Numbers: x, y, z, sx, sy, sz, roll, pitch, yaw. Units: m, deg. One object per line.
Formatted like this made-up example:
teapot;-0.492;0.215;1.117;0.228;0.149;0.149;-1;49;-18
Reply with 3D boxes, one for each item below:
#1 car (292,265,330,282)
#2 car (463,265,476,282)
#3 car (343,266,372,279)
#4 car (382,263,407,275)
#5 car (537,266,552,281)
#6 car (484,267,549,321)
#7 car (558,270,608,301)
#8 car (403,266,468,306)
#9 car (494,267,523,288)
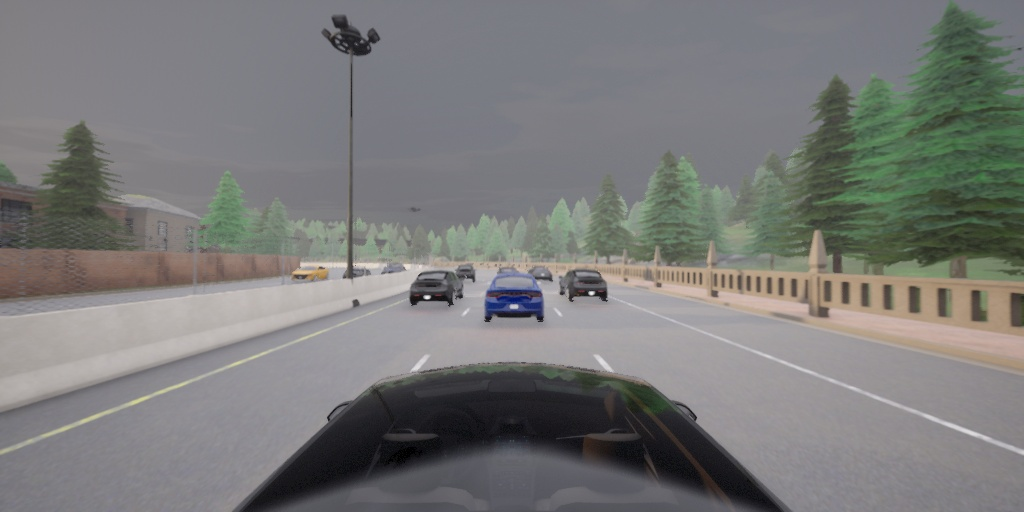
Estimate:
car;-18.695;1.589;33.519;1.882;1.535;5.008;0;-1;-9
car;-4.425;1.620;33.791;1.837;1.490;4.892;0;-1;-7
car;-15.636;1.708;36.431;1.994;1.385;4.181;0;-1;-10
car;-12.383;1.515;38.025;2.097;1.767;4.553;0;-1;-11
car;2.541;1.686;34.341;1.994;1.385;4.181;0;-1;-7
car;0.077;1.357;13.048;1.882;1.535;5.008;0;0;0
car;3.570;1.447;18.589;1.837;1.490;4.892;0;-1;0
car;-3.419;1.429;16.889;1.837;1.490;4.892;0;0;0
car;-0.363;1.604;28.625;2.033;1.411;5.357;0;-1;-4
